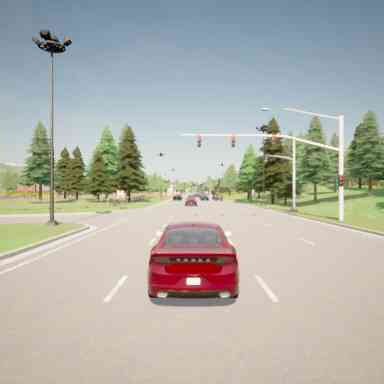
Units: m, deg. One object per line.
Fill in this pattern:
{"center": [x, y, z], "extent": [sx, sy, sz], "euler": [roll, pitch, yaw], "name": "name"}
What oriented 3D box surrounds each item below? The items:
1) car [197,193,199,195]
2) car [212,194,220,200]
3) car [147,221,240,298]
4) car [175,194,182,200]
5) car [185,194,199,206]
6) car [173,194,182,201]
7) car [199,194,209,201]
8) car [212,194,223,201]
{"center": [3.232, 1.350, 94.187], "extent": [2.128, 1.511, 4.902], "euler": [0, 0, 0], "name": "car"}
{"center": [6.732, 1.365, 94.197], "extent": [2.033, 1.411, 5.357], "euler": [0, 0, 0], "name": "car"}
{"center": [0.039, 1.477, 8.542], "extent": [1.882, 1.535, 5.008], "euler": [0, 0, 0], "name": "car"}
{"center": [-3.768, 1.303, 94.167], "extent": [1.882, 1.535, 5.008], "euler": [0, 0, 0], "name": "car"}
{"center": [-0.150, 1.521, 53.145], "extent": [1.812, 1.442, 4.674], "euler": [0, 0, 0], "name": "car"}
{"center": [-3.738, 1.463, 83.747], "extent": [1.882, 1.535, 5.008], "euler": [0, 0, 0], "name": "car"}
{"center": [3.261, 1.510, 84.184], "extent": [1.812, 1.442, 4.674], "euler": [0, 0, 0], "name": "car"}
{"center": [6.762, 1.510, 83.778], "extent": [2.128, 1.511, 4.902], "euler": [0, 0, 0], "name": "car"}
